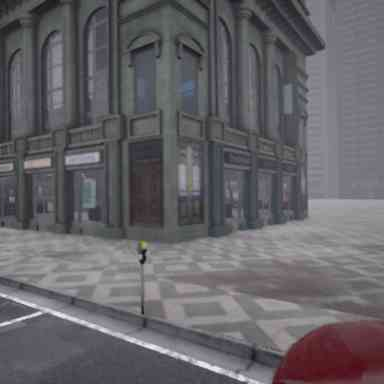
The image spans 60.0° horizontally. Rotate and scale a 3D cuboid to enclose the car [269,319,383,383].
[{"bbox_3d":[2.648,1.298,1.078,5.009,1.841,2.192,-1,-1,36],"label":"car"}]
